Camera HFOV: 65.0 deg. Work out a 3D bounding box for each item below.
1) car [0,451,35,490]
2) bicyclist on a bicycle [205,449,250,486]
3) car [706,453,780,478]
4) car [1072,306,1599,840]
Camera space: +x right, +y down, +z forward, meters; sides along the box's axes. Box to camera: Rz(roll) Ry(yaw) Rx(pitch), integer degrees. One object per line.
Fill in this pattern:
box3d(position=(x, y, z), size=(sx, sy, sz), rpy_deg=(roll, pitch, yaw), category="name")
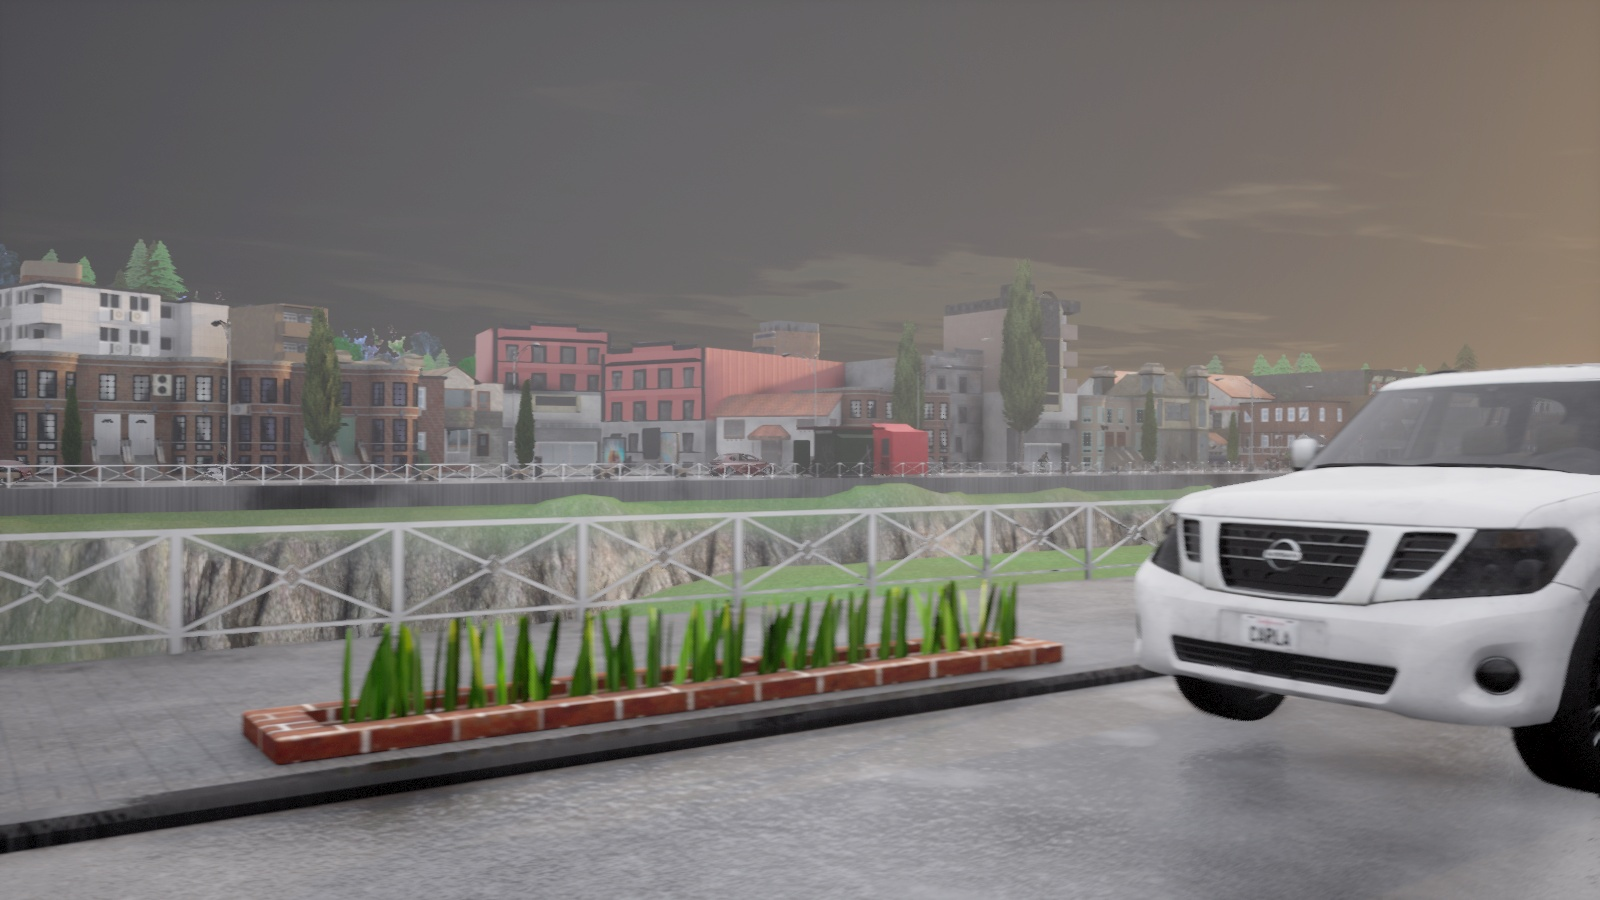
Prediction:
box3d(position=(-36.037, 0.884, 54.346), size=(4.856, 1.649, 2.033), rpy_deg=(0, 0, -35), category="car")
box3d(position=(-27.493, 0.821, 60.296), size=(1.843, 1.776, 0.659), rpy_deg=(0, 0, -35), category="bicyclist on a bicycle")
box3d(position=(-3.480, 0.955, 77.020), size=(4.193, 1.474, 1.816), rpy_deg=(0, 0, -35), category="car")
box3d(position=(4.322, 0.472, 7.277), size=(5.566, 2.045, 2.150), rpy_deg=(0, 0, -35), category="car")
